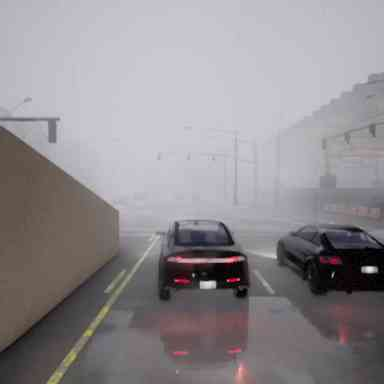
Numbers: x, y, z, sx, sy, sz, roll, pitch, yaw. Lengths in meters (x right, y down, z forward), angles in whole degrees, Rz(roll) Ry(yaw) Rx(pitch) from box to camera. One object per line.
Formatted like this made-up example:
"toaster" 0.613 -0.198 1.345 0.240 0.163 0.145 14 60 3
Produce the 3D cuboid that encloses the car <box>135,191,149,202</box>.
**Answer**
"car" -9.811 0.845 64.490 2.150 2.045 5.566 0 1 2

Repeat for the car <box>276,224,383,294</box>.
"car" 3.575 1.513 8.674 1.994 1.385 4.181 0 0 0

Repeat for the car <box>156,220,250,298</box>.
"car" 0.137 1.442 8.390 2.128 1.511 4.902 0 0 -4

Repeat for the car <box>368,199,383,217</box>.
"car" 17.446 1.297 26.817 2.038 1.542 4.974 0 0 -35

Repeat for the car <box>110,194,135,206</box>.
"car" -10.280 1.267 48.318 2.033 1.411 5.357 0 0 2

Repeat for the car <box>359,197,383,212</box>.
"car" 17.590 1.112 31.460 4.536 1.218 1.853 0 0 -45

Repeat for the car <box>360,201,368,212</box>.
"car" 17.553 1.270 31.424 4.974 1.542 2.038 0 0 -45

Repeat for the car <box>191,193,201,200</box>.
"car" 0.864 0.949 69.970 2.033 1.411 5.357 0 0 1

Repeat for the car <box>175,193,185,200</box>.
"car" -2.635 0.948 70.059 2.033 1.411 5.357 0 0 1

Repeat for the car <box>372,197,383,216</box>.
"car" 17.476 1.139 26.774 1.853 1.218 4.536 0 0 -35
